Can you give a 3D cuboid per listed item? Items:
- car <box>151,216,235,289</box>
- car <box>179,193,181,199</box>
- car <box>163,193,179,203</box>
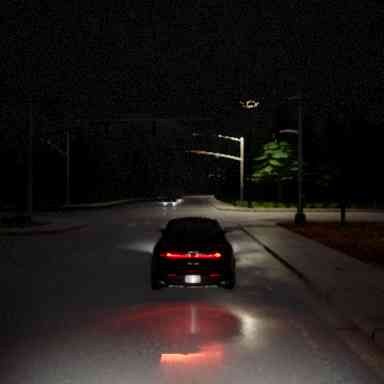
[{"bbox_3d":[0.038,1.412,8.875,1.837,1.490,4.892,0,1,0],"label":"car"},{"bbox_3d":[-3.365,0.883,71.311,1.895,1.301,4.718,0,1,1],"label":"car"},{"bbox_3d":[-3.626,0.962,54.839,1.837,1.490,4.892,0,1,0],"label":"car"}]
